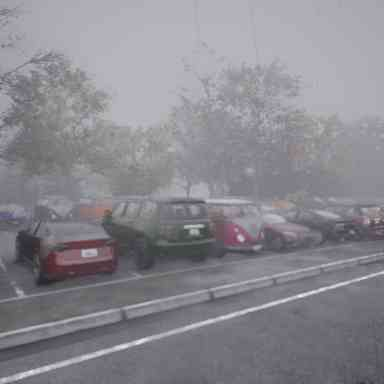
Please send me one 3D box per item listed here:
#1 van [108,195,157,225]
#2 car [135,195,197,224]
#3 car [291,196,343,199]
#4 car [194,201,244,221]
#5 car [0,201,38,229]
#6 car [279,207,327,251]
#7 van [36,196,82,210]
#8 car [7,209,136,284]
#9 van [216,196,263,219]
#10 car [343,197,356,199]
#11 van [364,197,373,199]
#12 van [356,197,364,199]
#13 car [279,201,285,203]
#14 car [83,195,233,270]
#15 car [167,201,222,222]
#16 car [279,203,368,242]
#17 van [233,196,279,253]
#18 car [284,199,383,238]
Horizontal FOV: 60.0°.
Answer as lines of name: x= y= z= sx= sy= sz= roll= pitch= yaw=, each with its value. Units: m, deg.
van: x=-4.596 y=1.277 z=25.167 sx=1.878 sy=1.987 sz=4.442 roll=1 pitch=0 yaw=-35
car: x=-2.255 y=1.284 z=26.656 sx=2.435 sy=2.045 sz=5.566 roll=1 pitch=0 yaw=-35
car: x=13.639 y=1.511 z=37.981 sx=2.435 sy=2.045 sz=5.566 roll=1 pitch=0 yaw=-35
car: x=2.341 y=1.641 z=29.963 sx=2.002 sy=1.452 sz=4.674 roll=1 pitch=0 yaw=-35
car: x=-11.183 y=1.434 z=20.336 sx=2.097 sy=1.535 sz=5.008 roll=0 pitch=0 yaw=-35
car: x=3.047 y=1.543 z=14.412 sx=2.002 sy=1.452 sz=4.674 roll=1 pitch=0 yaw=-35
van: x=-8.979 y=1.212 z=21.757 sx=1.878 sy=1.987 sz=4.442 roll=0 pitch=0 yaw=-35
car: x=-3.729 y=1.465 z=9.616 sx=2.163 sy=1.488 sz=4.792 roll=0 pitch=0 yaw=-35
van: x=4.428 y=1.406 z=31.596 sx=1.878 sy=1.987 sz=4.442 roll=1 pitch=0 yaw=-35
car: x=15.895 y=1.544 z=39.588 sx=2.435 sy=2.045 sz=5.566 roll=1 pitch=0 yaw=-35
van: x=20.322 y=1.634 z=42.920 sx=1.878 sy=1.987 sz=4.442 roll=1 pitch=0 yaw=-35
van: x=18.202 y=1.601 z=41.123 sx=1.878 sy=1.987 sz=4.442 roll=1 pitch=0 yaw=-35
car: x=6.748 y=1.704 z=33.109 sx=2.002 sy=1.452 sz=4.674 roll=1 pitch=0 yaw=-35
car: x=-1.487 y=1.187 z=11.213 sx=2.435 sy=2.045 sz=5.566 roll=1 pitch=0 yaw=-35
car: x=0.087 y=1.568 z=28.353 sx=2.097 sy=1.535 sz=5.008 roll=1 pitch=0 yaw=-35
car: x=5.313 y=1.535 z=16.016 sx=2.097 sy=1.535 sz=5.008 roll=1 pitch=0 yaw=-35
van: x=0.858 y=1.245 z=12.706 sx=1.878 sy=1.987 sz=4.442 roll=1 pitch=0 yaw=-35
car: x=7.590 y=1.442 z=17.607 sx=2.185 sy=1.767 sz=4.553 roll=1 pitch=0 yaw=-35
